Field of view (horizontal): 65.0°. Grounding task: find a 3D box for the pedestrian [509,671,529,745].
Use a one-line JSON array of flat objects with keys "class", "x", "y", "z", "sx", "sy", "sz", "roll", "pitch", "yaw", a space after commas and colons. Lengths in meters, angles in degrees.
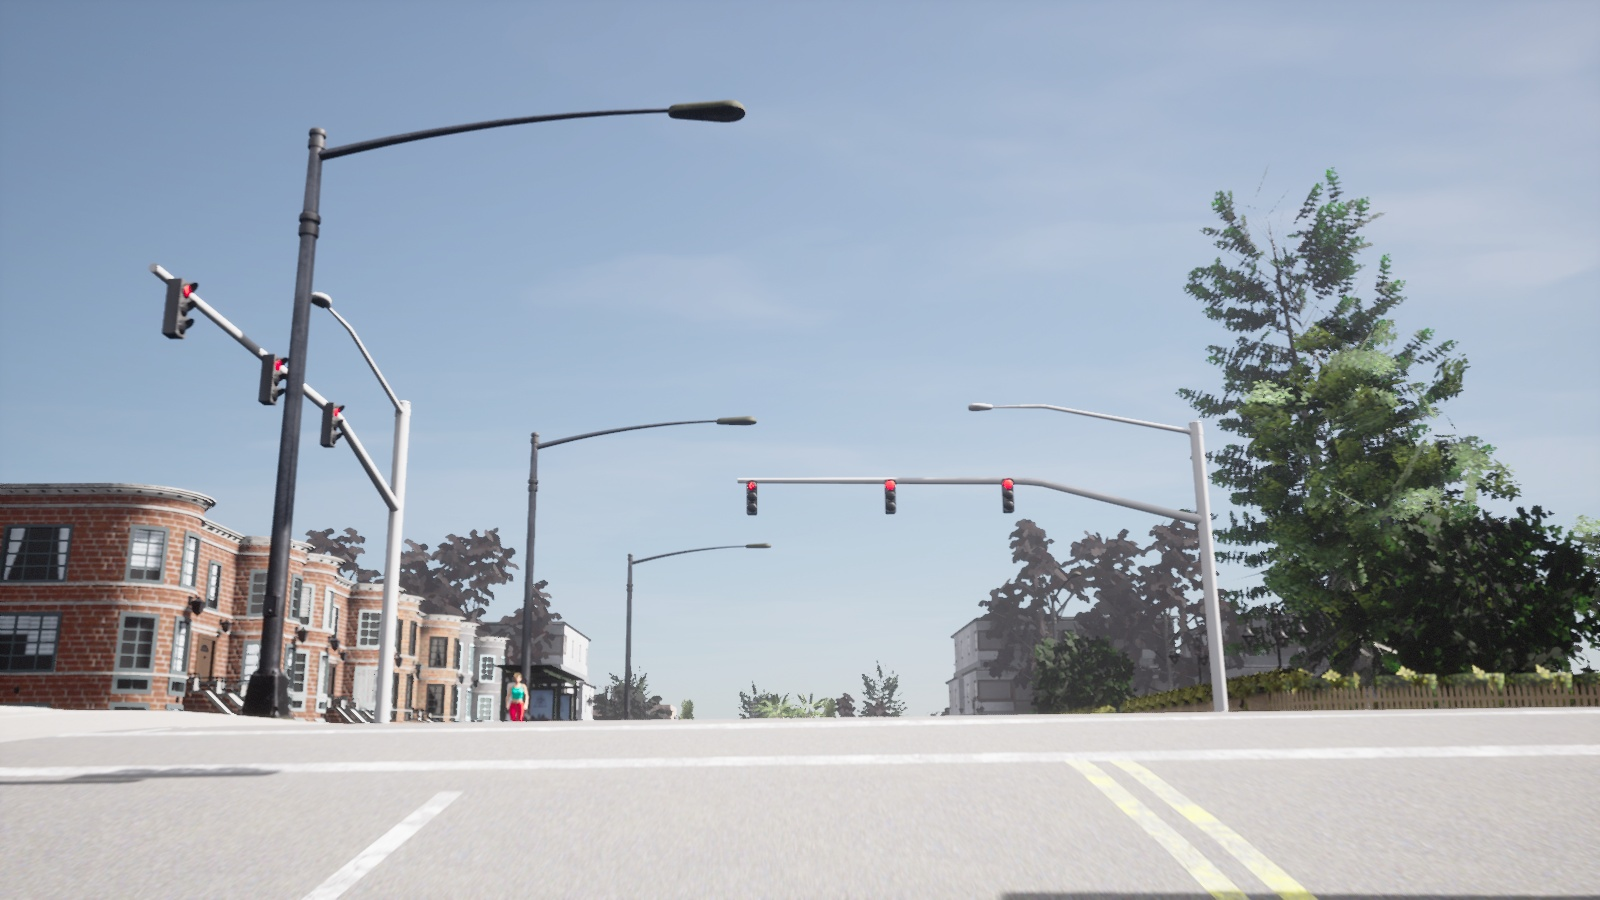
[{"class": "pedestrian", "x": -7.246, "y": 6.662, "z": 32.441, "sx": 0.345, "sy": 1.836, "sz": 0.594, "roll": -1, "pitch": -14, "yaw": -2}]
